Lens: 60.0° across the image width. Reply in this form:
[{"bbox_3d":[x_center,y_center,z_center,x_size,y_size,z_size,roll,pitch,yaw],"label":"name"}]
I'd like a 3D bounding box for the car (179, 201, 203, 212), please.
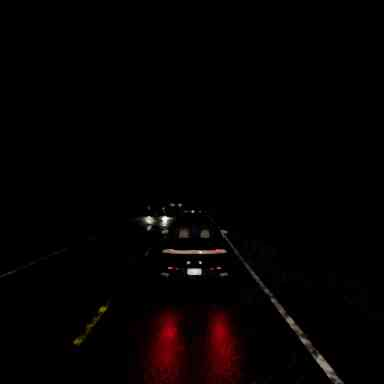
[{"bbox_3d":[0.094,1.815,31.793,2.033,1.411,5.357,0,0,0],"label":"car"}]

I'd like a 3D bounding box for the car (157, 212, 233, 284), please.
[{"bbox_3d":[0.072,1.582,9.847,2.128,1.511,4.902,0,0,0],"label":"car"}]

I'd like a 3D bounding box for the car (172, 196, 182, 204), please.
[{"bbox_3d":[-3.504,1.818,76.809,2.097,1.767,4.553,0,0,0],"label":"car"}]

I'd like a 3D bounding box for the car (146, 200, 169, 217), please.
[{"bbox_3d":[-3.600,1.648,35.562,2.097,1.767,4.553,0,0,0],"label":"car"}]
